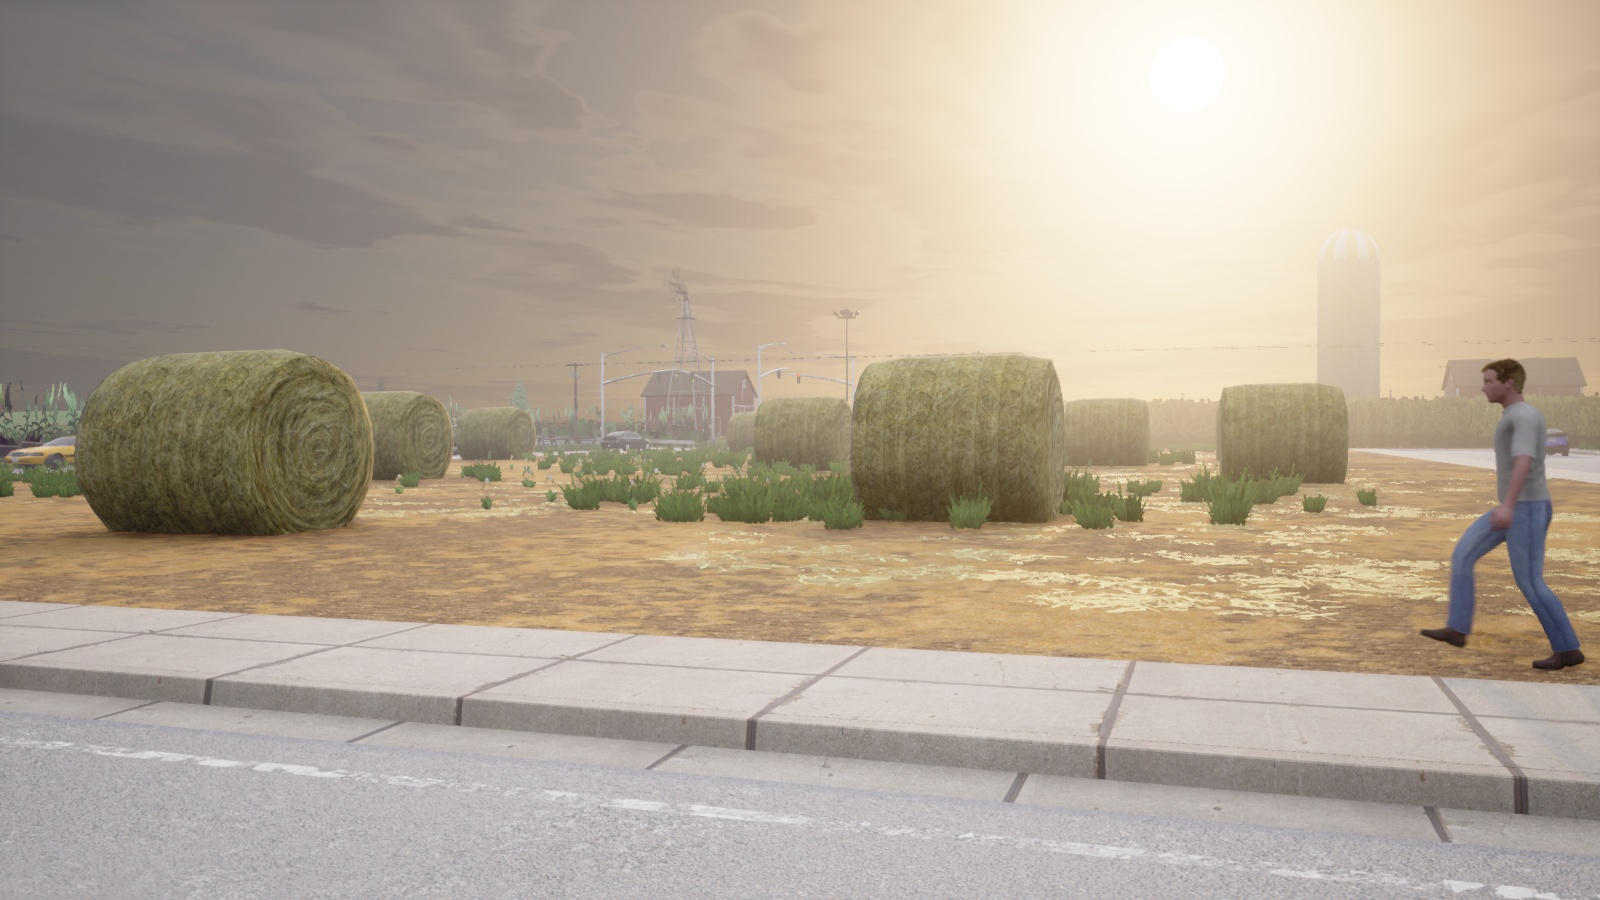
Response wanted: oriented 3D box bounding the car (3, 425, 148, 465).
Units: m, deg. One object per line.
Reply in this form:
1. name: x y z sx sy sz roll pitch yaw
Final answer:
1. car: -30.391 -0.230 52.894 1.801 1.575 5.366 1 1 21

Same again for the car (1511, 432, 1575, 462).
1. car: 40.076 -0.190 67.854 2.007 1.525 4.514 1 1 18

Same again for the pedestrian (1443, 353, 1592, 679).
1. pedestrian: 4.187 0.366 7.359 0.706 1.836 0.354 1 1 24

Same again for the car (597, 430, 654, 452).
1. car: -12.362 -0.680 89.347 1.837 1.490 4.892 1 1 21
